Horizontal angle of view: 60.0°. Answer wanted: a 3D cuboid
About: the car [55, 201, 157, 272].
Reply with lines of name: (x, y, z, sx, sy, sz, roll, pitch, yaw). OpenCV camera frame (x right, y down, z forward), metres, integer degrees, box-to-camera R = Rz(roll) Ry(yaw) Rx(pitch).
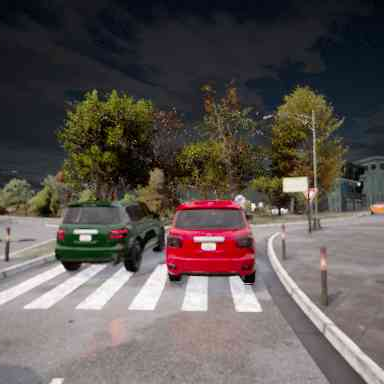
car: (-2.439, 1.299, 11.264, 2.150, 2.045, 5.566, -1, 0, 7)

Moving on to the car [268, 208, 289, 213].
car: (19.132, 4.235, 73.968, 4.674, 1.442, 1.812, -3, -6, 37)

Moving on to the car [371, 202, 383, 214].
car: (26.745, 2.206, 47.234, 2.097, 1.767, 4.553, -3, -4, 32)

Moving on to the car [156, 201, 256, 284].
car: (0.647, 1.261, 9.888, 2.150, 2.045, 5.566, -1, 0, 6)
